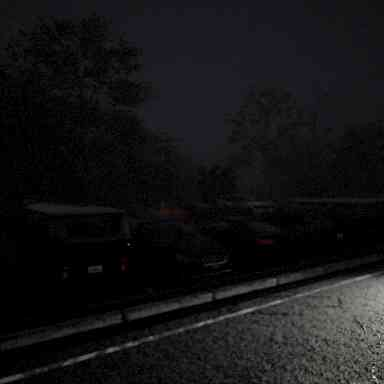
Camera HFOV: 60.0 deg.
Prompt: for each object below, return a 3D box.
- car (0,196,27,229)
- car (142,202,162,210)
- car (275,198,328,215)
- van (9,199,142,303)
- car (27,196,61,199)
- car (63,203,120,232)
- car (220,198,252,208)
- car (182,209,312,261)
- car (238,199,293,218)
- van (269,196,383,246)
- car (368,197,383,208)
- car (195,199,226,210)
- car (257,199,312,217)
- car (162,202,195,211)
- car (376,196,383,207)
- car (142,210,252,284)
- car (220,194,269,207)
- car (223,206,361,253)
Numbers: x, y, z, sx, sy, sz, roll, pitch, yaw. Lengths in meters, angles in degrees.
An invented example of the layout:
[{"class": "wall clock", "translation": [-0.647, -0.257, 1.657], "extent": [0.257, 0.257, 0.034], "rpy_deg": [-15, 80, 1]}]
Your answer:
[{"class": "car", "translation": [-11.226, 1.260, 18.653], "extent": [2.435, 2.045, 5.566], "rpy_deg": [0, 0, -36]}, {"class": "car", "translation": [-4.412, 1.556, 23.452], "extent": [2.163, 1.488, 4.792], "rpy_deg": [0, 0, -36]}, {"class": "car", "translation": [11.373, 1.469, 34.779], "extent": [2.231, 1.521, 4.892], "rpy_deg": [0, 0, -36]}, {"class": "van", "translation": [-3.192, 1.287, 8.426], "extent": [1.878, 1.987, 4.442], "rpy_deg": [0, 0, -36]}, {"class": "car", "translation": [-8.934, 1.267, 20.221], "extent": [2.435, 2.045, 5.566], "rpy_deg": [0, 0, -36]}, {"class": "car", "translation": [-6.710, 1.552, 21.881], "extent": [2.163, 1.488, 4.792], "rpy_deg": [0, 0, -36]}, {"class": "car", "translation": [2.348, 1.509, 28.313], "extent": [2.231, 1.521, 4.892], "rpy_deg": [0, 0, -36]}, {"class": "car", "translation": [1.442, 1.563, 11.592], "extent": [2.002, 1.452, 4.674], "rpy_deg": [0, 0, -36]}, {"class": "car", "translation": [6.857, 1.488, 31.550], "extent": [2.097, 1.535, 5.008], "rpy_deg": [0, 0, -36]}, {"class": "van", "translation": [5.937, 1.293, 14.951], "extent": [1.878, 1.987, 4.442], "rpy_deg": [0, 0, -36]}, {"class": "car", "translation": [27.184, 1.437, 46.069], "extent": [2.002, 1.452, 4.674], "rpy_deg": [0, 0, -36]}, {"class": "car", "translation": [0.088, 1.516, 26.699], "extent": [2.097, 1.535, 5.008], "rpy_deg": [0, 0, -36]}, {"class": "car", "translation": [9.116, 1.478, 33.164], "extent": [2.097, 1.535, 5.008], "rpy_deg": [0, 0, -36]}, {"class": "car", "translation": [-2.282, 1.518, 25.238], "extent": [1.946, 1.575, 5.366], "rpy_deg": [0, 0, -36]}, {"class": "car", "translation": [29.444, 1.387, 47.682], "extent": [2.097, 1.535, 5.008], "rpy_deg": [0, 0, -36]}, {"class": "car", "translation": [-0.844, 1.519, 9.969], "extent": [2.231, 1.521, 4.892], "rpy_deg": [0, 0, -36]}, {"class": "car", "translation": [4.618, 1.247, 29.908], "extent": [2.435, 2.045, 5.566], "rpy_deg": [0, 0, -36]}, {"class": "car", "translation": [3.707, 1.554, 13.251], "extent": [2.163, 1.488, 4.792], "rpy_deg": [0, 0, -36]}]
